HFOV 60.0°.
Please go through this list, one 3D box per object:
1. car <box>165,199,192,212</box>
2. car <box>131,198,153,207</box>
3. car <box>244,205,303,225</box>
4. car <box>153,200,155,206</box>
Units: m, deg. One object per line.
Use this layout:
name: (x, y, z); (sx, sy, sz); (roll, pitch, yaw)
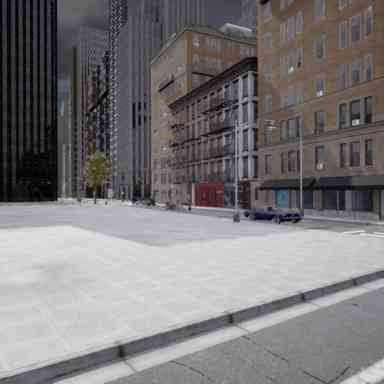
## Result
car: (-1.691, 1.671, 40.582); (2.128, 1.511, 4.902); (0, 0, -26)
car: (-8.734, 1.457, 55.049); (2.128, 1.511, 4.902); (0, 0, -26)
car: (6.007, 1.686, 24.982); (1.895, 1.301, 4.718); (0, 0, -26)
car: (-8.107, 1.798, 59.651); (1.837, 1.490, 4.892); (0, 0, -26)
